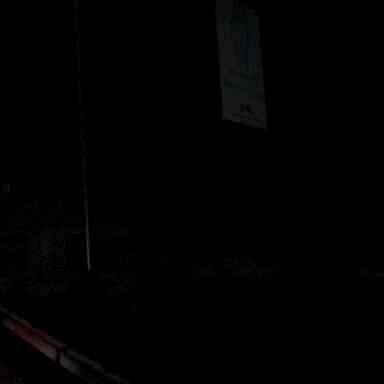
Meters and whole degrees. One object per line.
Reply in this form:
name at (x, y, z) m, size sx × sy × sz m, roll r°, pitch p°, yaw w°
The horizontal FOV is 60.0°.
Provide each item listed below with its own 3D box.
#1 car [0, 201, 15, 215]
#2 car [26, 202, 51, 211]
car at (-23.178, 1.862, 39.831) m, size 2.097 × 1.767 × 4.553 m, roll -3°, pitch 0°, yaw -5°
car at (-23.519, 2.208, 51.211) m, size 1.994 × 1.385 × 4.181 m, roll -4°, pitch -1°, yaw 7°
